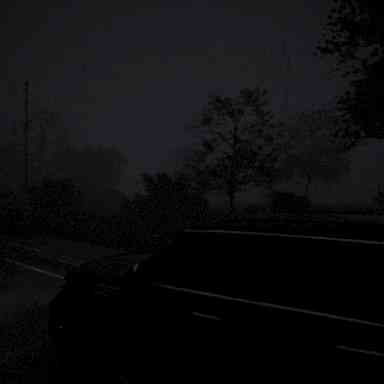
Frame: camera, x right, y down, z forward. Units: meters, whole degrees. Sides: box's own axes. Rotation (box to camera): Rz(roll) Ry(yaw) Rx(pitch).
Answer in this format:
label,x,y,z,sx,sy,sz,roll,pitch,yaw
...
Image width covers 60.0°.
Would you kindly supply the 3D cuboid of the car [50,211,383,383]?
label,x,y,z,sx,sy,sz,roll,pitch,yaw
car,0.819,1.228,3.508,5.566,2.045,2.150,0,0,36
